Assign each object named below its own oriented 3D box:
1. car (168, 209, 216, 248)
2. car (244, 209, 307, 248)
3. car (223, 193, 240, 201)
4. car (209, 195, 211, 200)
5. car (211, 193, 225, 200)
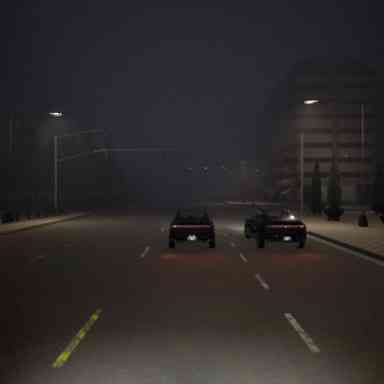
[{"bbox_3d":[0.000,1.493,14.650,2.128,1.511,4.902,0,0,0],"label":"car"},{"bbox_3d":[3.500,1.493,14.650,2.128,1.511,4.902,0,0,0],"label":"car"},{"bbox_3d":[10.706,1.555,86.490,1.895,1.301,4.718,0,0,38],"label":"car"},{"bbox_3d":[8.080,1.223,94.080,2.150,2.045,5.566,0,0,42],"label":"car"},{"bbox_3d":[7.800,1.464,88.462,1.882,1.535,5.008,0,0,38],"label":"car"}]
